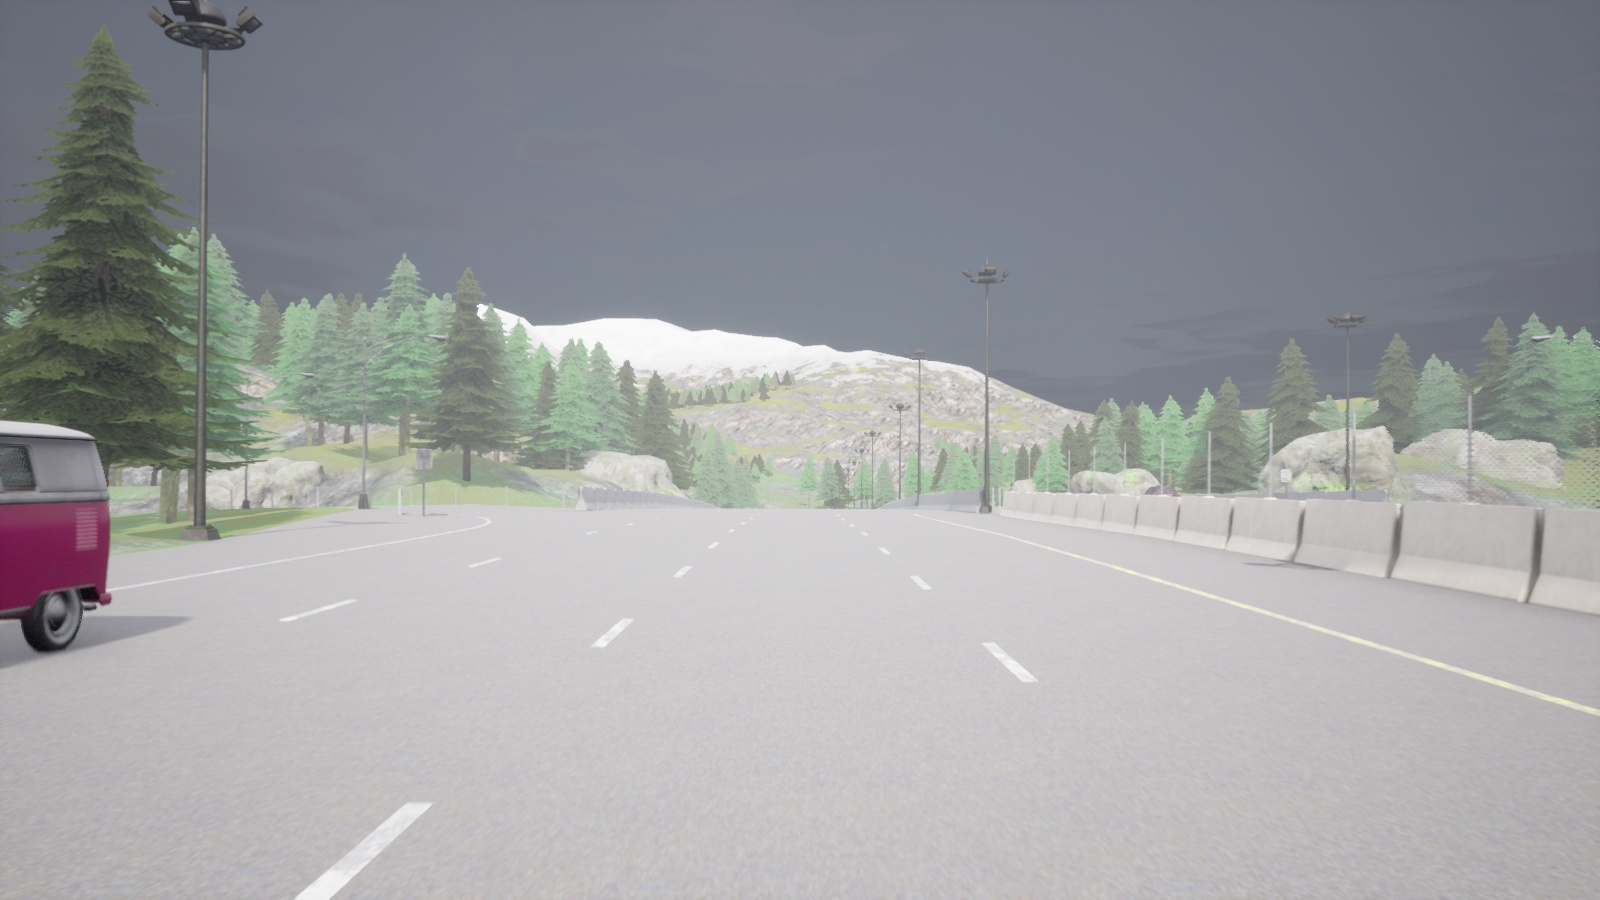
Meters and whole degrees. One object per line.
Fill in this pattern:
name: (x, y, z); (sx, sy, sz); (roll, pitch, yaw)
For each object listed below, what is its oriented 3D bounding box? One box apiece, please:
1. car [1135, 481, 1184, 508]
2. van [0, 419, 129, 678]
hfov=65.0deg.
car: (24.757, 3.095, 86.748); (2.097, 1.767, 4.553); (0, -3, 1)
van: (-7.024, 0.747, 9.260); (1.775, 1.987, 4.442); (0, -1, 0)
